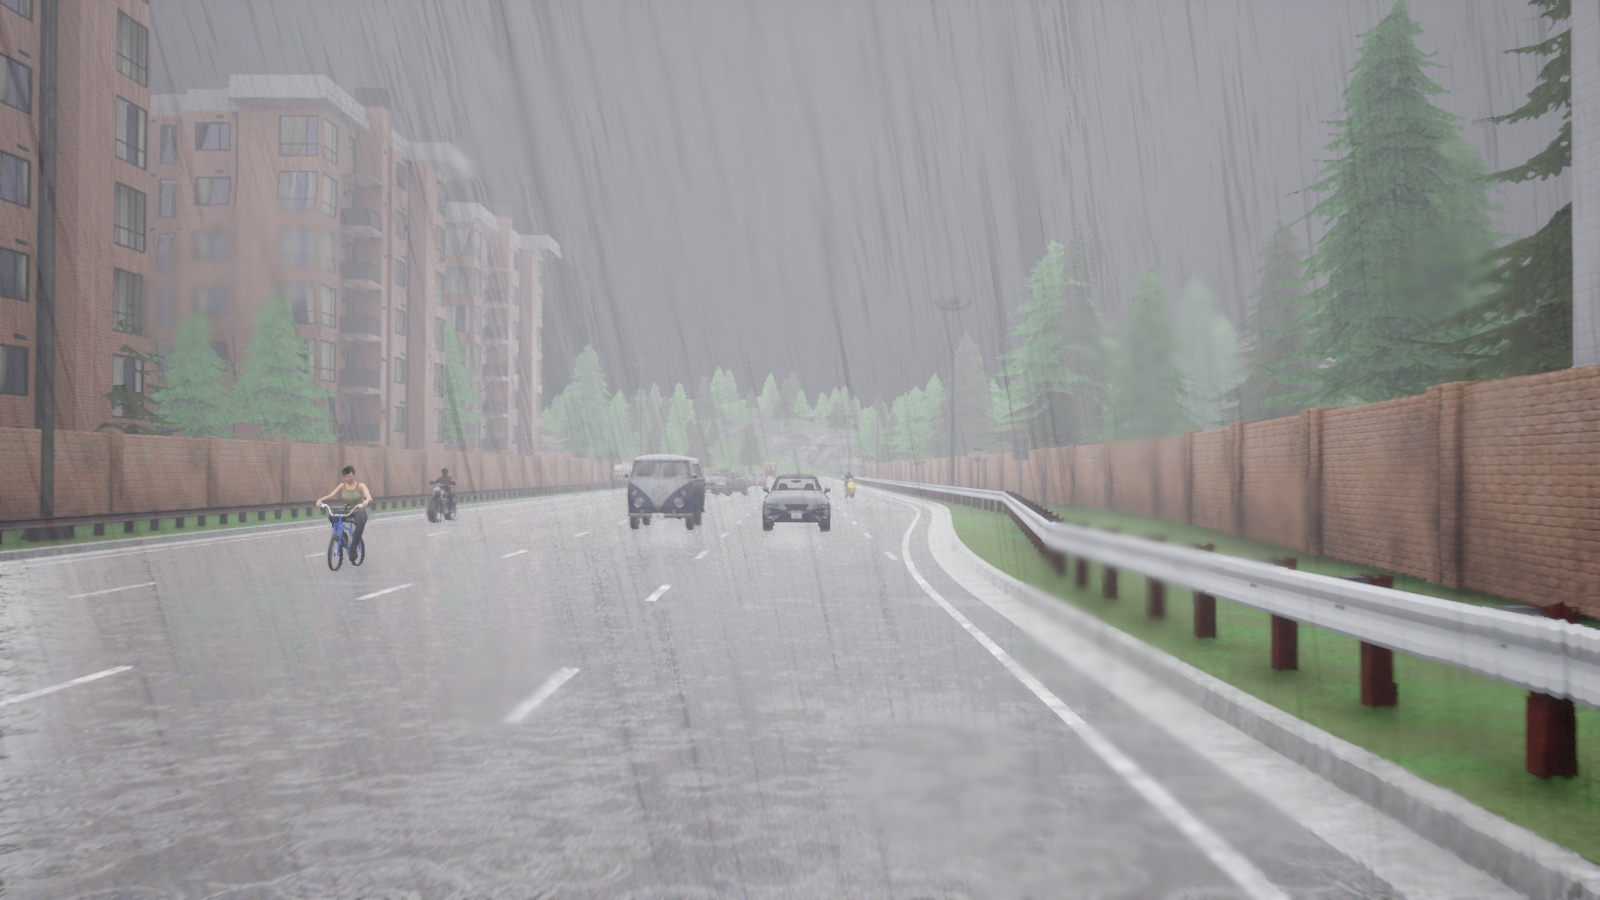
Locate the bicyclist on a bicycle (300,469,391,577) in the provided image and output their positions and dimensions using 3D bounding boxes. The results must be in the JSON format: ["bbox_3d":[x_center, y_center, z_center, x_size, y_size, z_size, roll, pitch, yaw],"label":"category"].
[{"bbox_3d":[-7.044,1.106,19.543,0.866,1.612,1.509,0,-1,0],"label":"bicyclist on a bicycle"}]

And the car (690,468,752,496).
[{"bbox_3d":[-4.878,1.992,78.350,2.242,1.667,4.611,0,-1,19],"label":"car"}]

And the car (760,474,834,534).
[{"bbox_3d":[-0.081,1.388,33.407,1.816,1.474,4.193,0,-1,0],"label":"car"}]

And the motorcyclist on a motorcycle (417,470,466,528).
[{"bbox_3d":[-10.590,1.430,37.181,0.766,1.649,2.350,0,-1,0],"label":"motorcyclist on a motorcycle"}]

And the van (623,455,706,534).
[{"bbox_3d":[-3.583,1.150,33.963,1.775,1.987,4.442,0,-1,0],"label":"van"}]
